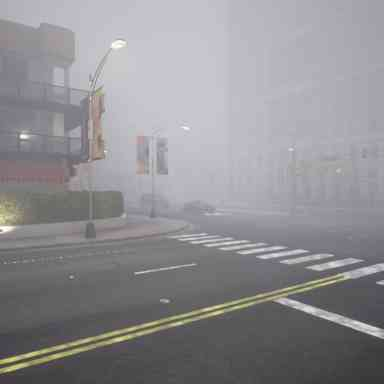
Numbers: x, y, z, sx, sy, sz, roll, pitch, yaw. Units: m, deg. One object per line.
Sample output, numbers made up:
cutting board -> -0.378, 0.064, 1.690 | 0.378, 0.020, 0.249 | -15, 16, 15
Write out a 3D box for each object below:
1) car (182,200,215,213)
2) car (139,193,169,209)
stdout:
car -> 0.701, 1.564, 36.686 | 1.994, 1.385, 4.181 | 0, 0, -35
car -> -5.237, 1.221, 45.321 | 2.150, 2.045, 5.566 | 0, 0, -35
